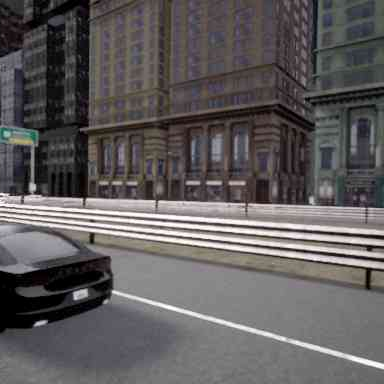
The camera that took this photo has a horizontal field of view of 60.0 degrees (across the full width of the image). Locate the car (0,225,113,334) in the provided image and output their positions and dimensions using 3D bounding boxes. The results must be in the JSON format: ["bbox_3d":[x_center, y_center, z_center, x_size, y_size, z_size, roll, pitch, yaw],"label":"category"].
[{"bbox_3d":[-3.722,1.392,6.595,5.008,1.535,1.882,1,1,36],"label":"car"}]
